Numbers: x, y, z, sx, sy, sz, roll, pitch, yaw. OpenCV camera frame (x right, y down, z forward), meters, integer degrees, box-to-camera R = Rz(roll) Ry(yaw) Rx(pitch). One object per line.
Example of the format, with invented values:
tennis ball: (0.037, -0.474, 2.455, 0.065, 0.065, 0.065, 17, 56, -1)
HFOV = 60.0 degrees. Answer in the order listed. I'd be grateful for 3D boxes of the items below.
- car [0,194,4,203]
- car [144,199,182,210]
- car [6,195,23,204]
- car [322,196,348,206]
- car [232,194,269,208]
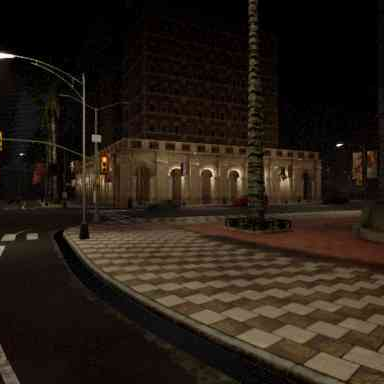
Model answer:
car: (-38.031, 1.355, 64.052, 2.097, 1.767, 4.553, 0, 0, -26)
car: (-3.735, 1.601, 42.855, 4.718, 1.301, 1.895, 0, 0, -26)
car: (-34.317, 1.596, 64.451, 1.895, 1.301, 4.718, 0, 0, -26)
car: (24.298, 1.477, 56.599, 5.008, 1.535, 1.882, 0, 0, -26)
car: (8.664, 1.222, 48.922, 5.566, 2.045, 2.150, 0, 0, -26)
